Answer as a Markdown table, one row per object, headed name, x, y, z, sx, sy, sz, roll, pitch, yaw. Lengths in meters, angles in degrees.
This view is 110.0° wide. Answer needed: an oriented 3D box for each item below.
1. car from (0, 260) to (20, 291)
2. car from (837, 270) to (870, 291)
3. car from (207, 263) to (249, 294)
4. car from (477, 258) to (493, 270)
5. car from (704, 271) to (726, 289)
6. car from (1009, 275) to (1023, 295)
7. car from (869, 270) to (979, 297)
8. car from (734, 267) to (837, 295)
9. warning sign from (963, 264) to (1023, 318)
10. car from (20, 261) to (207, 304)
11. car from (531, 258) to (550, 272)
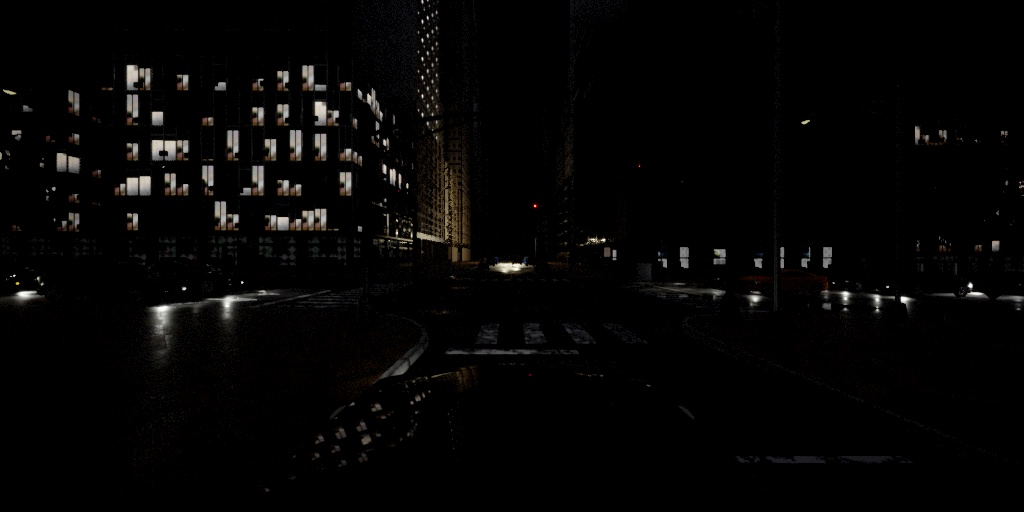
| name | x | y | z | sx | sy | sz | roll | pitch | yaw |
| --- | --- | --- | --- | --- | --- | --- | --- | --- | --- |
| car | -24.430 | 0.891 | 16.886 | 4.181 | 1.385 | 1.994 | 1 | 0 | -3 |
| car | 25.617 | 1.740 | 25.971 | 4.892 | 1.490 | 1.837 | 1 | 0 | -3 |
| car | -15.525 | 0.995 | 17.306 | 4.892 | 1.490 | 1.837 | 1 | 0 | -3 |
| car | -4.087 | 1.342 | 52.129 | 1.802 | 1.307 | 4.207 | 0 | 0 | 0 |
| car | 16.320 | 1.546 | 25.529 | 5.008 | 1.535 | 1.882 | 1 | 0 | -3 |
| car | 35.915 | 2.021 | 23.201 | 4.718 | 1.301 | 1.895 | 1 | 0 | -3 |
| car | 26.129 | 1.750 | 22.743 | 4.892 | 1.490 | 1.837 | 1 | 0 | -3 |
| car | 16.729 | 1.554 | 22.295 | 5.008 | 1.535 | 1.882 | 1 | 0 | -3 |
| warning sign | 17.261 | 1.204 | 12.860 | 1.060 | 1.860 | 1.300 | 0 | 0 | -3 |
| car | -15.373 | 0.998 | 14.059 | 4.892 | 1.490 | 1.837 | 1 | 0 | -3 |
| car | 3.873 | 1.329 | 46.646 | 1.948 | 1.339 | 4.313 | 0 | 0 | 0 |
